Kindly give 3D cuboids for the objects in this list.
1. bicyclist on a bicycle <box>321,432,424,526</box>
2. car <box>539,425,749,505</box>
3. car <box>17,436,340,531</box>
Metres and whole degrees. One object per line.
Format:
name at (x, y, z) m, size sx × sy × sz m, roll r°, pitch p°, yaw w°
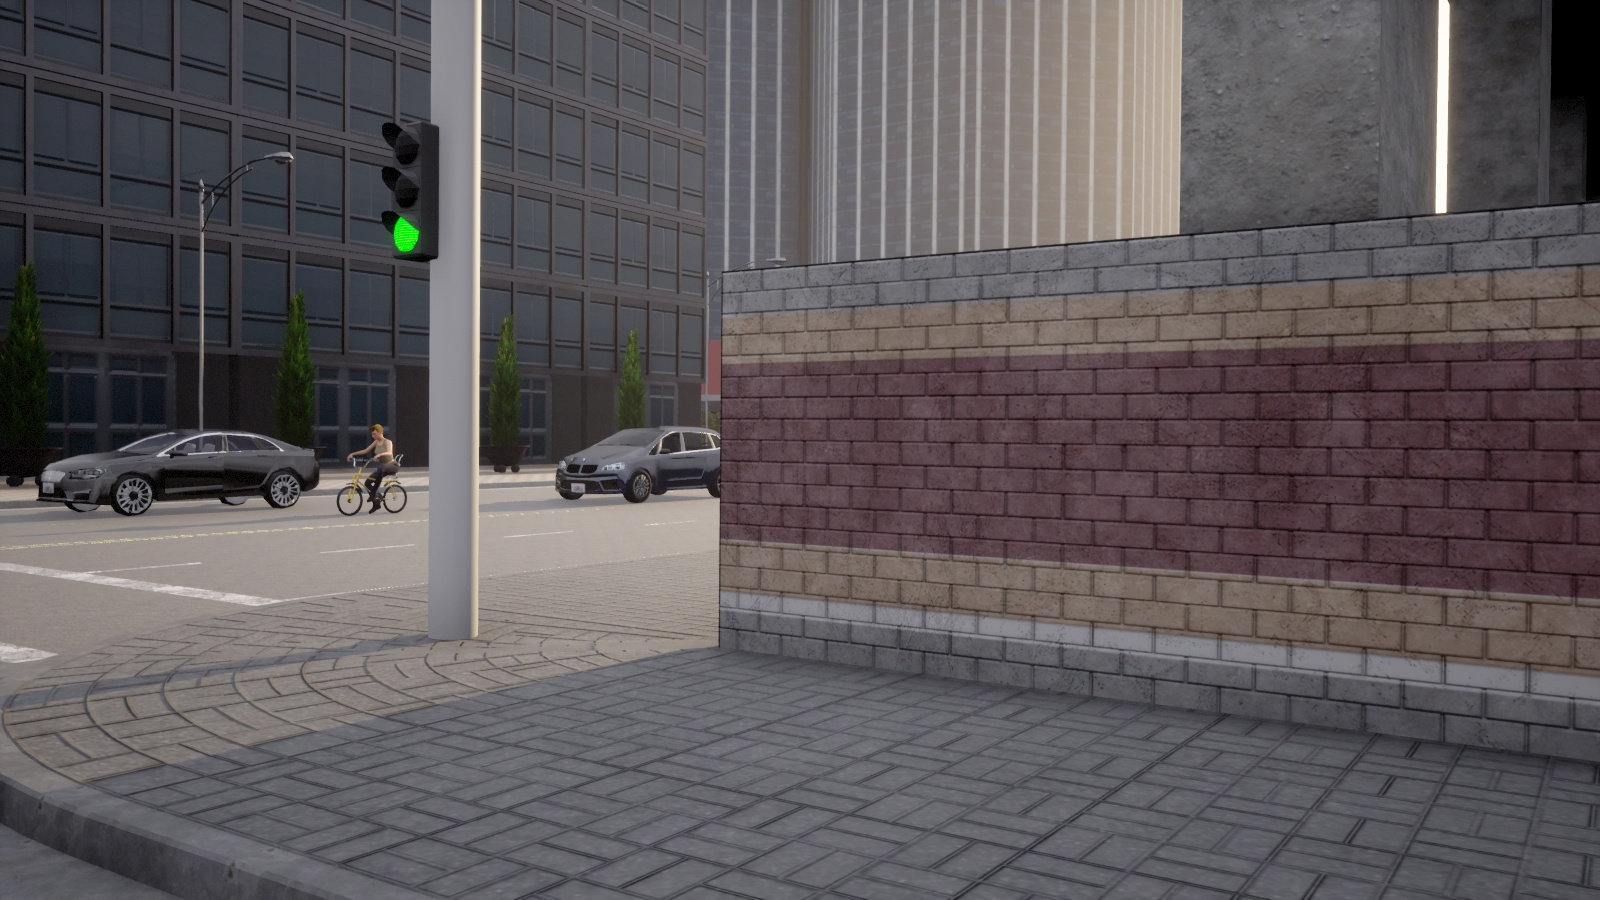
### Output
bicyclist on a bicycle at (-7.597, 0.487, 22.361) m, size 0.866 × 1.612 × 1.509 m, roll 0°, pitch 1°, yaw 34°
car at (-3.441, 0.272, 28.584) m, size 2.242 × 1.667 × 4.611 m, roll 0°, pitch 1°, yaw 34°
car at (-11.276, 0.529, 23.165) m, size 2.128 × 1.511 × 4.902 m, roll 0°, pitch 1°, yaw 34°
